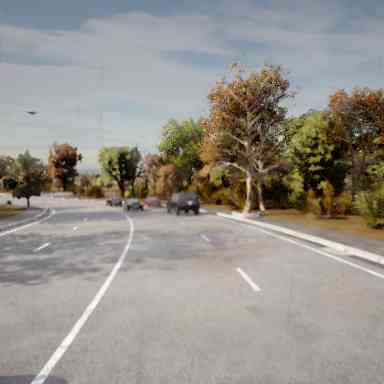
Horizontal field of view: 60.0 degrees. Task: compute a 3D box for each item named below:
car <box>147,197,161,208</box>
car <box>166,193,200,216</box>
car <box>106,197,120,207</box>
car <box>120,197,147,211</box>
[{"bbox_3d":[-5.624,1.382,45.634,1.812,1.442,4.674,-2,1,-22],"label":"car"},{"bbox_3d":[-0.919,1.087,31.781,2.150,2.045,5.566,-1,1,-16],"label":"car"},{"bbox_3d":[-12.154,1.473,51.806,2.128,1.511,4.902,-2,1,-26],"label":"car"},{"bbox_3d":[-7.011,1.468,39.429,1.812,1.442,4.674,-2,0,-20],"label":"car"}]
